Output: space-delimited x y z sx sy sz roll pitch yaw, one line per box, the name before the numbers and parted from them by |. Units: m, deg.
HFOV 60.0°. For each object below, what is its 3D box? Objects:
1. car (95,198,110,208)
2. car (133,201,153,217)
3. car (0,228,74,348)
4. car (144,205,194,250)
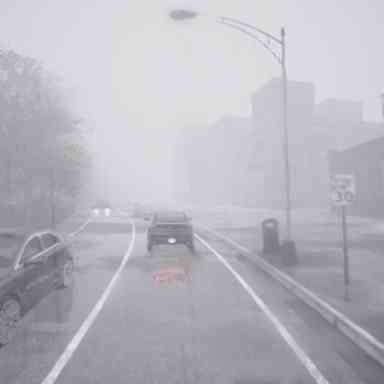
car | -12.384 1.542 46.005 1.895 1.301 4.718 1 0 -18
car | -4.673 1.608 32.347 1.812 1.442 4.674 1 0 -15
car | -3.678 1.502 6.291 2.128 1.511 4.902 0 0 -4
car | -1.032 1.552 14.668 1.837 1.490 4.892 1 0 -7
